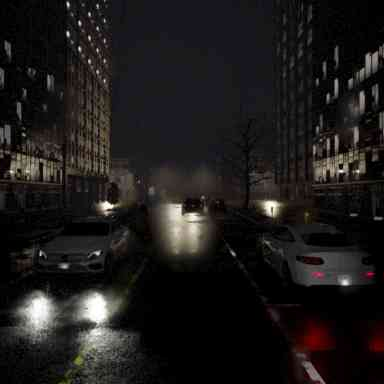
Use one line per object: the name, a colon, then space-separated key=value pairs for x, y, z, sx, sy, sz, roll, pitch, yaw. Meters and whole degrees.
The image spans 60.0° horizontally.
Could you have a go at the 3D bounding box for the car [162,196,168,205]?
car: x=-5.676 y=1.434 z=58.816 sx=1.967 sy=1.590 sz=4.097 roll=0 pitch=0 yaw=0

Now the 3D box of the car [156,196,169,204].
car: x=-5.676 y=1.543 z=64.509 sx=2.008 sy=1.369 sz=4.403 roll=0 pitch=0 yaw=0

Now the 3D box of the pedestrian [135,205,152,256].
pedestrian: x=-1.667 y=1.293 z=11.509 sx=0.375 sy=1.860 sz=0.375 roll=0 pitch=0 yaw=-2

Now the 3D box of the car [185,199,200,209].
car: x=0.085 y=1.598 z=45.729 sx=1.895 sy=1.301 sz=4.718 roll=0 pitch=0 yaw=0

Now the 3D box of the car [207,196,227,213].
car: x=2.701 y=1.439 z=36.030 sx=1.967 sy=1.590 sz=4.097 roll=0 pitch=0 yaw=0

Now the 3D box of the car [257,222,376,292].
car: x=3.002 y=1.527 z=8.830 sx=1.812 sy=1.442 sz=4.674 roll=0 pitch=0 yaw=0

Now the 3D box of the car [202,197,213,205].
car: x=2.704 y=1.539 z=58.798 sx=1.887 sy=1.381 sz=4.507 roll=0 pitch=0 yaw=0

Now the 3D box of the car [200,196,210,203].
car: x=2.706 y=1.542 z=70.182 sx=2.008 sy=1.369 sz=4.403 roll=0 pitch=0 yaw=0

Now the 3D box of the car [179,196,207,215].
car: x=0.088 y=1.351 z=33.452 sx=2.097 sy=1.767 sz=4.553 roll=0 pitch=0 yaw=0

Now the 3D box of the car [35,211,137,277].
car: x=-3.098 y=1.526 z=10.398 sx=1.812 sy=1.442 sz=4.674 roll=0 pitch=0 yaw=0

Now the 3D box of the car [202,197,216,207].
car: x=2.703 y=1.546 z=53.106 sx=2.008 sy=1.369 sz=4.403 roll=0 pitch=0 yaw=0

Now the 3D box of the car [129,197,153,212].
car: x=-5.680 y=1.524 z=35.877 sx=1.752 sy=1.417 sz=4.829 roll=0 pitch=0 yaw=0

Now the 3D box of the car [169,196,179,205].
car: x=-3.057 y=1.471 z=60.793 sx=1.882 sy=1.535 sz=5.008 roll=0 pitch=0 yaw=0

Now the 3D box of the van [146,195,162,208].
van: x=-5.677 y=1.338 z=47.432 sx=1.690 sy=1.788 sz=3.998 roll=0 pitch=0 yaw=0
